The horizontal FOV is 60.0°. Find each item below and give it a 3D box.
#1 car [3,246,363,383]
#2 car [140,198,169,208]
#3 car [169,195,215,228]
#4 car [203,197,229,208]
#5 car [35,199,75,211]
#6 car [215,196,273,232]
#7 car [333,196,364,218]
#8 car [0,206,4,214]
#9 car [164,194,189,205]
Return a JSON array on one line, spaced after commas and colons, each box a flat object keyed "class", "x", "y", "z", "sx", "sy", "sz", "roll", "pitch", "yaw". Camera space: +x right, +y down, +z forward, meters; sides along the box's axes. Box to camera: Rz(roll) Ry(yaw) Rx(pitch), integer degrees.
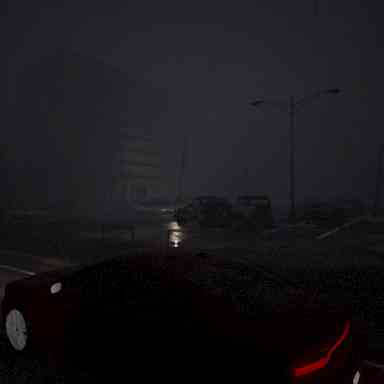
[{"class": "car", "x": -0.565, "y": 1.478, "z": 4.390, "sx": 5.008, "sy": 1.535, "sz": 1.882, "roll": 0, "pitch": 0, "yaw": 35}, {"class": "car", "x": -5.382, "y": 1.547, "z": 49.344, "sx": 2.033, "sy": 1.411, "sz": 5.357, "roll": 0, "pitch": 0, "yaw": 34}, {"class": "car", "x": 0.902, "y": 1.153, "z": 20.753, "sx": 1.932, "sy": 1.855, "sz": 4.605, "roll": 0, "pitch": 0, "yaw": 34}, {"class": "car", "x": 3.701, "y": 1.526, "z": 49.983, "sx": 1.812, "sy": 1.442, "sz": 4.674, "roll": 0, "pitch": 0, "yaw": 34}, {"class": "car", "x": -16.175, "y": 1.526, "z": 39.514, "sx": 1.812, "sy": 1.442, "sz": 4.674, "roll": 0, "pitch": 0, "yaw": 34}, {"class": "car", "x": 3.270, "y": 1.156, "z": 19.088, "sx": 1.905, "sy": 1.878, "sz": 3.866, "roll": 0, "pitch": 0, "yaw": 34}, {"class": "car", "x": 15.288, "y": 1.395, "z": 32.049, "sx": 1.970, "sy": 1.475, "sz": 3.806, "roll": 0, "pitch": 0, "yaw": 34}, {"class": "car", "x": -18.864, "y": 1.564, "z": 29.147, "sx": 1.994, "sy": 1.385, "sz": 4.181, "roll": 0, "pitch": 0, "yaw": 32}, {"class": "car", "x": -2.769, "y": 1.351, "z": 59.422, "sx": 2.097, "sy": 1.767, "sz": 4.553, "roll": 0, "pitch": 0, "yaw": 34}]
